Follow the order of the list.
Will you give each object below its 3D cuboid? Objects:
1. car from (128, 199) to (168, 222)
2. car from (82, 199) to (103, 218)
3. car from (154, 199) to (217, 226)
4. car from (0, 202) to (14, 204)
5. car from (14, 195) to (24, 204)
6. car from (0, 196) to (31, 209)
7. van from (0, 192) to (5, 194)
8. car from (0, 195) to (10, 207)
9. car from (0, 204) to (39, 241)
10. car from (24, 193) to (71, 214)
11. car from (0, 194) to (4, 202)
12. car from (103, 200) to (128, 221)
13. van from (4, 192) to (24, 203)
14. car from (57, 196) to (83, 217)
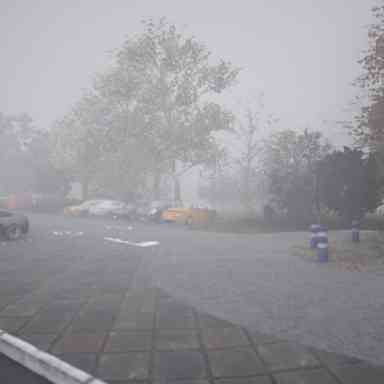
[{"bbox_3d":[-2.273,1.363,25.650,2.185,1.767,4.553,1,0,36],"label":"car"},{"bbox_3d":[-6.676,1.472,28.804,2.002,1.452,4.674,1,0,36],"label":"car"},{"bbox_3d":[-0.053,1.518,23.993,2.097,1.535,5.008,1,0,36],"label":"car"},{"bbox_3d":[-12.119,1.468,16.603,2.097,1.535,5.008,1,0,36],"label":"car"},{"bbox_3d":[-15.656,1.345,35.292,2.163,1.488,4.792,1,0,36],"label":"car"},{"bbox_3d":[-22.343,1.277,40.217,2.163,1.488,4.792,0,0,36],"label":"car"},{"bbox_3d":[-24.650,1.011,41.722,1.878,1.987,4.442,0,0,36],"label":"van"},{"bbox_3d":[-26.838,1.229,43.451,2.097,1.535,5.008,0,0,36],"label":"car"},{"bbox_3d":[-9.893,1.527,14.944,2.163,1.488,4.792,1,0,36],"label":"car"},{"bbox_3d":[-13.380,1.093,33.710,2.435,2.045,5.566,1,0,36],"label":"car"},{"bbox_3d":[-20.207,1.294,38.666,2.163,1.488,4.792,1,0,36],"label":"car"},{"bbox_3d":[-4.450,1.491,27.156,2.163,1.488,4.792,1,0,36],"label":"car"},{"bbox_3d":[-17.911,1.062,37.108,1.878,1.987,4.442,1,0,36],"label":"van"},{"bbox_3d":[-9.025,1.400,30.284,1.946,1.575,5.366,1,0,36],"label":"car"}]
